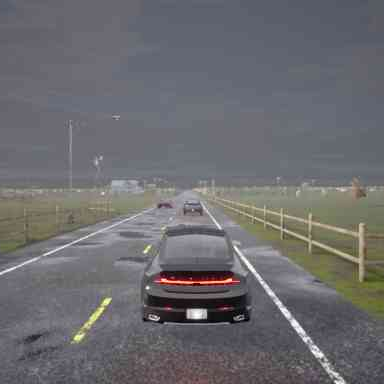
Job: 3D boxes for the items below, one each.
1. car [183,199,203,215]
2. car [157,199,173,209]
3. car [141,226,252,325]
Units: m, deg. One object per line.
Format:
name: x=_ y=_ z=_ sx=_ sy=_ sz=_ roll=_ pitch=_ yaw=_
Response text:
car: x=0.095 y=1.475 z=33.196 sx=2.128 sy=1.511 sz=4.902 roll=0 pitch=0 yaw=0
car: x=-3.534 y=1.569 z=43.908 sx=1.895 sy=1.301 sz=4.718 roll=0 pitch=0 yaw=1
car: x=0.077 y=1.504 z=7.210 sx=1.837 sy=1.490 sz=4.892 roll=0 pitch=0 yaw=0
